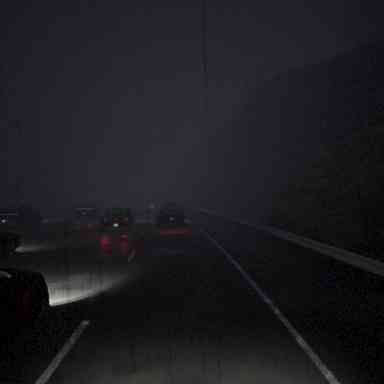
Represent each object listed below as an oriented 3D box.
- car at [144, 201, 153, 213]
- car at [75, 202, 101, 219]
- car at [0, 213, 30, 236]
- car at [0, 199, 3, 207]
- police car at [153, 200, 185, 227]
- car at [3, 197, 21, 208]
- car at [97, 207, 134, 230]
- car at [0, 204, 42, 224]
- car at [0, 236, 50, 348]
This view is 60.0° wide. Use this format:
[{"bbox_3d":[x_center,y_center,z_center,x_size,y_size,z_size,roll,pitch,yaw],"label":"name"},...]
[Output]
[{"bbox_3d":[-4.751,1.786,41.672,1.812,1.442,4.674,0,-1,-13],"label":"car"},{"bbox_3d":[-9.837,1.697,31.580,2.128,1.511,4.902,0,0,-10],"label":"car"},{"bbox_3d":[-7.293,1.620,10.231,2.033,1.411,5.357,0,0,-3],"label":"car"},{"bbox_3d":[-35.967,1.941,60.543,1.812,1.442,4.674,0,0,-20],"label":"car"},{"bbox_3d":[-1.681,1.577,24.462,1.930,1.638,5.238,0,0,-7],"label":"police car"},{"bbox_3d":[-31.398,1.749,58.130,2.097,1.767,4.553,0,0,-19],"label":"car"},{"bbox_3d":[-4.930,1.745,22.564,1.895,1.301,4.718,0,0,-7],"label":"car"},{"bbox_3d":[-12.119,1.651,23.381,2.128,1.511,4.902,0,0,-8],"label":"car"},{"bbox_3d":[-3.577,1.597,4.443,1.994,1.385,4.181,0,0,-1],"label":"car"}]
